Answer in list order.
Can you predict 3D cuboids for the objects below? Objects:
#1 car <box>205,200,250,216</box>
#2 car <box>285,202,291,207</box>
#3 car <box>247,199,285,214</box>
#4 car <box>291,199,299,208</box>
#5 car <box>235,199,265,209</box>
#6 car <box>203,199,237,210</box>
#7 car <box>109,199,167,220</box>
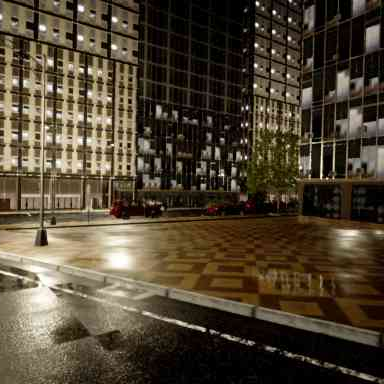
[{"bbox_3d":[4.019,1.964,37.998,4.507,1.381,1.887,1,1,-35],"label":"car"},{"bbox_3d":[13.570,1.932,54.127,4.206,1.307,1.802,1,1,-35],"label":"car"},{"bbox_3d":[8.695,1.780,41.205,5.009,1.841,2.192,1,1,-35],"label":"car"},{"bbox_3d":[18.241,1.962,57.338,4.313,1.339,1.947,1,1,-35],"label":"car"},{"bbox_3d":[8.899,1.869,50.914,4.313,1.339,1.947,1,1,-35],"label":"car"},{"bbox_3d":[4.088,1.781,47.605,4.829,1.417,1.752,1,1,-35],"label":"car"},{"bbox_3d":[-5.318,1.642,31.570,5.009,1.841,2.192,1,1,-35],"label":"car"}]
